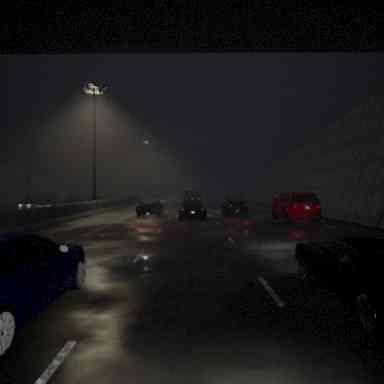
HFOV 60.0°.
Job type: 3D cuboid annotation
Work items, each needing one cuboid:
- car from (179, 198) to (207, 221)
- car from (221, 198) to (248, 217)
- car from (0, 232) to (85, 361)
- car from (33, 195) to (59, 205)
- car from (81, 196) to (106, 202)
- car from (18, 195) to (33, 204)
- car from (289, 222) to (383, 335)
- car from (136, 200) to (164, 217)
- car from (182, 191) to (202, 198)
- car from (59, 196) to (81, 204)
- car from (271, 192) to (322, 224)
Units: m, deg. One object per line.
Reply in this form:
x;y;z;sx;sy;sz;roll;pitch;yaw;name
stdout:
0.051;1.361;24.857;1.994;1.385;4.181;0;0;0;car
3.545;1.261;28.236;2.128;1.511;4.902;0;0;0;car
-3.412;1.429;5.793;1.882;1.535;5.008;0;1;0;car
-21.124;1.126;49.249;1.812;1.442;4.674;0;0;0;car
-14.129;1.206;48.676;1.895;1.301;4.718;0;0;1;car
-24.605;1.132;51.215;2.033;1.411;5.357;0;0;0;car
3.586;1.546;6.533;1.895;1.301;4.718;0;0;0;car
-3.455;1.371;28.177;1.895;1.301;4.718;0;0;0;car
0.021;0.889;40.818;2.150;2.045;5.566;0;0;0;car
-17.618;1.197;49.781;1.895;1.301;4.718;0;0;0;car
7.056;1.033;23.005;2.150;2.045;5.566;0;0;0;car
